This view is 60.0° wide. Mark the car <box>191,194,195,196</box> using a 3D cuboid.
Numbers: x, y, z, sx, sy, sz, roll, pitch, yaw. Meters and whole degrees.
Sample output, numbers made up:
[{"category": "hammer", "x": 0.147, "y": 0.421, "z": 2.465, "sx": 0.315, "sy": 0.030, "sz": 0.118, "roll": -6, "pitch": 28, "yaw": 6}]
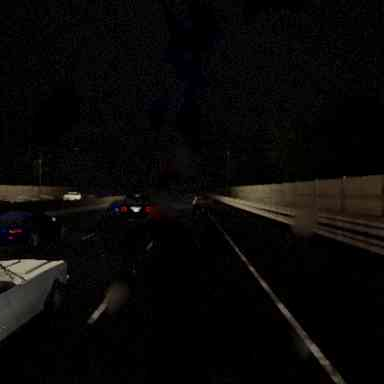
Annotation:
[{"category": "car", "x": 1.050, "y": 1.435, "z": 43.667, "sx": 1.801, "sy": 1.575, "sz": 5.366, "roll": 0, "pitch": 0, "yaw": 0}]

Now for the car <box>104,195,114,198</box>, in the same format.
[{"category": "car", "x": -17.501, "y": 1.357, "z": 70.013, "sx": 1.812, "sy": 1.442, "sz": 4.674, "roll": 0, "pitch": 0, "yaw": 0}]

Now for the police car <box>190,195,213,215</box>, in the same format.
[{"category": "police car", "x": 1.050, "y": 1.421, "z": 33.588, "sx": 1.930, "sy": 1.638, "sz": 5.238, "roll": 0, "pitch": 0, "yaw": 0}]

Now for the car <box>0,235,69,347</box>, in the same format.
[{"category": "car", "x": -3.400, "y": 1.601, "z": 4.615, "sx": 1.895, "sy": 1.301, "sz": 4.718, "roll": 0, "pitch": 0, "yaw": 0}]

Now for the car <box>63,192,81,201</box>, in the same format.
[{"category": "car", "x": -24.500, "y": 1.058, "z": 68.097, "sx": 2.150, "sy": 2.045, "sz": 5.566, "roll": 0, "pitch": 0, "yaw": 0}]

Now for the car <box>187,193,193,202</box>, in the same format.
[{"category": "car", "x": 0.000, "y": 1.296, "z": 69.139, "sx": 2.128, "sy": 1.511, "sz": 4.902, "roll": 0, "pitch": 0, "yaw": 0}]

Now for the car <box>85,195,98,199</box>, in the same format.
[{"category": "car", "x": -21.001, "y": 1.386, "z": 70.013, "sx": 1.994, "sy": 1.385, "sz": 4.181, "roll": 0, "pitch": 0, "yaw": 0}]

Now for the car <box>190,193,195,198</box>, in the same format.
[{"category": "car", "x": 1.050, "y": 1.416, "z": 49.667, "sx": 1.801, "sy": 1.575, "sz": 5.366, "roll": 0, "pitch": 0, "yaw": 0}]

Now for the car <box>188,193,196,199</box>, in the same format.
[{"category": "car", "x": 0.000, "y": 1.045, "z": 84.812, "sx": 1.837, "sy": 1.490, "sz": 4.892, "roll": 0, "pitch": 0, "yaw": 0}]

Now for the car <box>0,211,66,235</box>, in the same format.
[{"category": "car", "x": -6.900, "y": 1.525, "z": 13.944, "sx": 1.812, "sy": 1.442, "sz": 4.674, "roll": 0, "pitch": 0, "yaw": 0}]

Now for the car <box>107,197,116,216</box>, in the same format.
[{"category": "car", "x": -6.901, "y": 1.473, "z": 33.056, "sx": 1.882, "sy": 1.535, "sz": 5.008, "roll": 0, "pitch": 0, "yaw": 0}]

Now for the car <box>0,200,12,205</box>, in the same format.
[{"category": "car", "x": -17.597, "y": 1.501, "z": 29.528, "sx": 1.837, "sy": 1.490, "sz": 4.892, "roll": 0, "pitch": 0, "yaw": 0}]

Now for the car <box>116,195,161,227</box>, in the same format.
[{"category": "car", "x": -3.400, "y": 1.219, "z": 22.911, "sx": 2.150, "sy": 2.045, "sz": 5.566, "roll": 0, "pitch": 0, "yaw": 0}]
